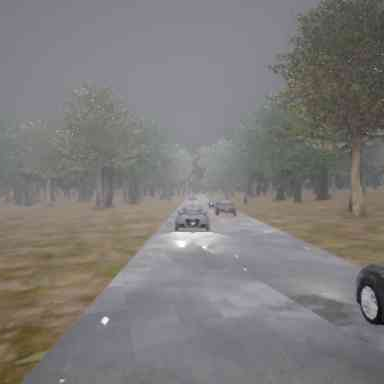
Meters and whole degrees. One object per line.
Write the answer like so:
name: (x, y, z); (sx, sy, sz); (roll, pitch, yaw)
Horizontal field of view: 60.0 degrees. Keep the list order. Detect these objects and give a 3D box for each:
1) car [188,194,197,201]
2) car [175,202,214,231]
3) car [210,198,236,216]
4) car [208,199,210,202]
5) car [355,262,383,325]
car: (0.166, 1.196, 79.196); (2.097, 1.767, 4.553); (0, 0, 0)
car: (0.038, 1.504, 20.023); (1.994, 1.385, 4.181); (0, 0, 0)
car: (3.117, 1.407, 31.961); (2.128, 1.511, 4.902); (0, 0, 1)
car: (3.060, 1.488, 44.540); (1.895, 1.301, 4.718); (0, 0, 1)
car: (3.903, 1.502, 4.188); (1.837, 1.490, 4.892); (0, 0, 0)
